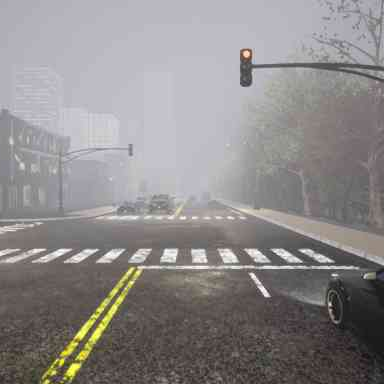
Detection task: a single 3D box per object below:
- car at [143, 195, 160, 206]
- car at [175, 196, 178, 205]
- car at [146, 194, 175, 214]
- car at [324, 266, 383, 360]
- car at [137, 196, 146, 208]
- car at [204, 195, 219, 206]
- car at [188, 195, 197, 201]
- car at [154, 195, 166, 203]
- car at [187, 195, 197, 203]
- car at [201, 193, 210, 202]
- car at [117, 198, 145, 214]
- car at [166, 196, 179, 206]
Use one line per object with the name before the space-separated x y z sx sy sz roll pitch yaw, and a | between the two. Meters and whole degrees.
car | -6.562 1.333 54.514 2.097 1.767 4.553 0 0 0
car | -3.318 1.510 46.280 1.812 1.442 4.674 0 0 0
car | -3.324 1.211 36.290 2.150 2.045 5.566 0 0 0
car | 3.350 1.563 4.279 1.994 1.385 4.181 0 0 0
car | -6.571 1.338 44.249 2.097 1.767 4.553 0 0 0
car | 3.374 1.582 54.707 1.895 1.301 4.718 0 0 0
car | 0.031 1.342 76.901 2.033 1.411 5.357 0 0 0
car | -6.490 1.453 67.352 1.882 1.535 5.008 0 0 0
car | 0.026 1.467 66.482 2.128 1.511 4.902 0 0 0
car | 3.283 1.195 76.898 2.150 2.045 5.566 0 0 0
car | -6.592 1.590 35.338 1.895 1.301 4.718 0 0 1
car | -3.311 1.458 56.523 1.882 1.535 5.008 0 0 0
